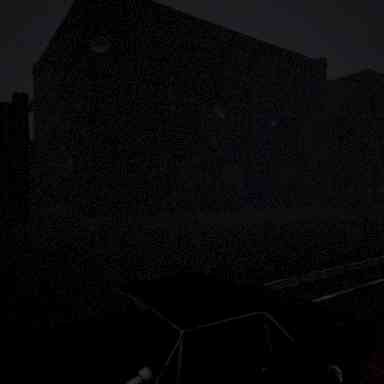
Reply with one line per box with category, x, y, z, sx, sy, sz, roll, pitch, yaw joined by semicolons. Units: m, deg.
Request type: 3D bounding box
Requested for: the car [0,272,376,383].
car;-0.351;1.602;3.123;4.718;1.301;1.895;0;0;-35
